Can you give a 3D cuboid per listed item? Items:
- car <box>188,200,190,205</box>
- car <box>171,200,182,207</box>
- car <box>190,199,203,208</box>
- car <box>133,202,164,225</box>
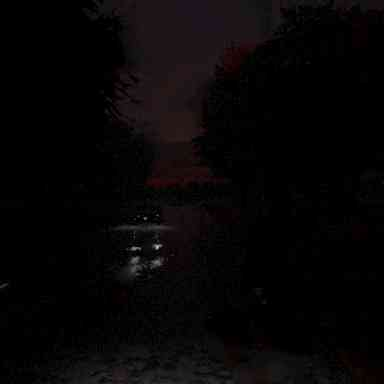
[{"bbox_3d":[0.011,2.336,79.308,1.994,1.385,4.181,0,-1,0],"label":"car"},{"bbox_3d":[-3.000,2.184,65.051,2.033,1.411,5.357,0,-1,0],"label":"car"},{"bbox_3d":[1.058,2.015,60.954,1.801,1.575,5.366,0,-1,0],"label":"car"},{"bbox_3d":[-3.095,1.533,24.474,1.837,1.490,4.892,0,0,0],"label":"car"}]
